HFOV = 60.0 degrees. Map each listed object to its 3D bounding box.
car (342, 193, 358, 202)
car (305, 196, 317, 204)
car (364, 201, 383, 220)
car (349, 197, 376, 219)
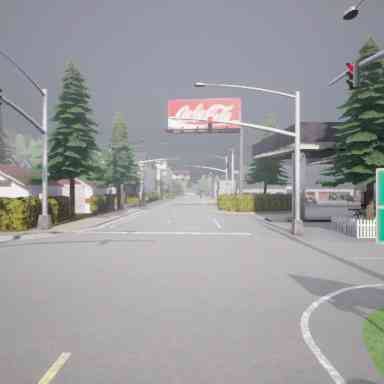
[{"bbox_3d":[34.946,1.489,71.820,2.007,1.523,4.514,0,0,0],"label":"car"},{"bbox_3d":[22.538,1.552,64.035,1.970,1.475,3.806,0,0,0],"label":"car"},{"bbox_3d":[18.712,1.672,30.641,4.611,1.667,2.242,0,0,0],"label":"car"},{"bbox_3d":[14.383,1.504,24.973,3.866,1.878,1.905,0,0,0],"label":"car"}]
